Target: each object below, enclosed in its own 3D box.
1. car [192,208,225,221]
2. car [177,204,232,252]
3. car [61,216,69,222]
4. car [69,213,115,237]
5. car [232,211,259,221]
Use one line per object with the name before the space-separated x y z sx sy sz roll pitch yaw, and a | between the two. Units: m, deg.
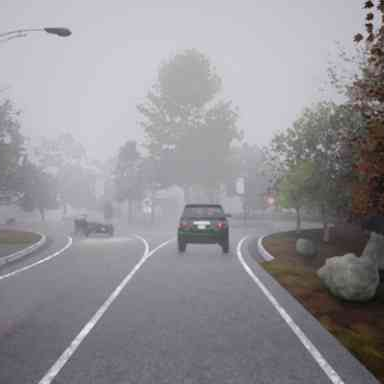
car | 2.951 3.977 59.338 5.566 2.045 2.150 0 -3 22
car | 0.670 1.585 15.736 2.150 2.045 5.566 0 -3 6
car | -17.739 3.921 52.081 2.033 1.411 5.357 -2 -3 28
car | -6.976 2.250 23.516 1.882 1.535 5.008 3 -4 -31
car | 8.759 3.922 55.308 2.097 1.767 4.553 3 -4 -40
